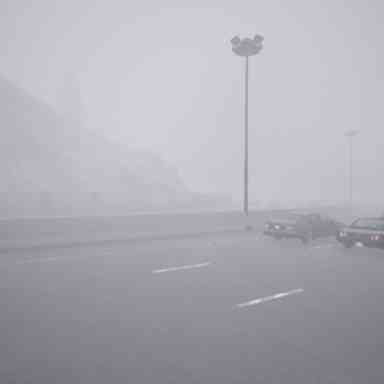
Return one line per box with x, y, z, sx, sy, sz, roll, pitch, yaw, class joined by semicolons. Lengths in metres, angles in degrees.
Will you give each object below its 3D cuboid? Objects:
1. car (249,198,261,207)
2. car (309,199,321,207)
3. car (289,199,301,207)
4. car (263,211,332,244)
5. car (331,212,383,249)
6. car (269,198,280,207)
11.851;1.945;62.213;1.837;1.490;4.892;1;0;17;car
22.093;1.987;59.816;1.882;1.535;5.008;1;0;17;car
18.612;1.977;60.475;2.128;1.511;4.902;0;0;17;car
5.860;1.687;16.826;5.357;1.411;2.033;1;0;-39;car
8.145;1.744;14.176;4.718;1.301;1.895;1;0;-39;car
15.431;1.947;61.973;1.882;1.535;5.008;0;0;17;car
